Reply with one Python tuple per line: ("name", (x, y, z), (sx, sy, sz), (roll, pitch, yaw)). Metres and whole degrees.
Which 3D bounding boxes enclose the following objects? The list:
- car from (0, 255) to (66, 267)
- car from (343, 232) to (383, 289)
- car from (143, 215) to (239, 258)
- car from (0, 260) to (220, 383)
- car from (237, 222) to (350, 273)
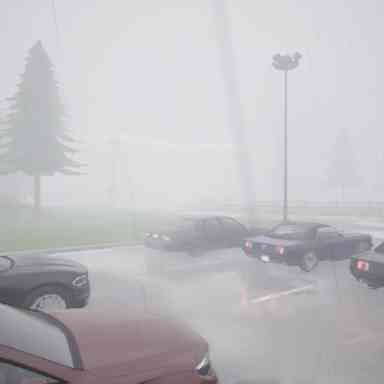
("car", (-4.135, 1.474, 5.097), (5.008, 1.535, 1.882), (0, 0, -35))
("car", (5.952, 1.661, 8.081), (4.718, 1.301, 1.895), (0, 0, -35))
("car", (0.788, 1.599, 13.015), (5.357, 1.411, 2.033), (0, 0, -35))
("car", (-1.919, 1.524, 2.378), (4.674, 1.442, 1.812), (0, 0, -36))
("car", (3.955, 1.661, 10.954), (4.718, 1.301, 1.895), (0, 0, -35))
